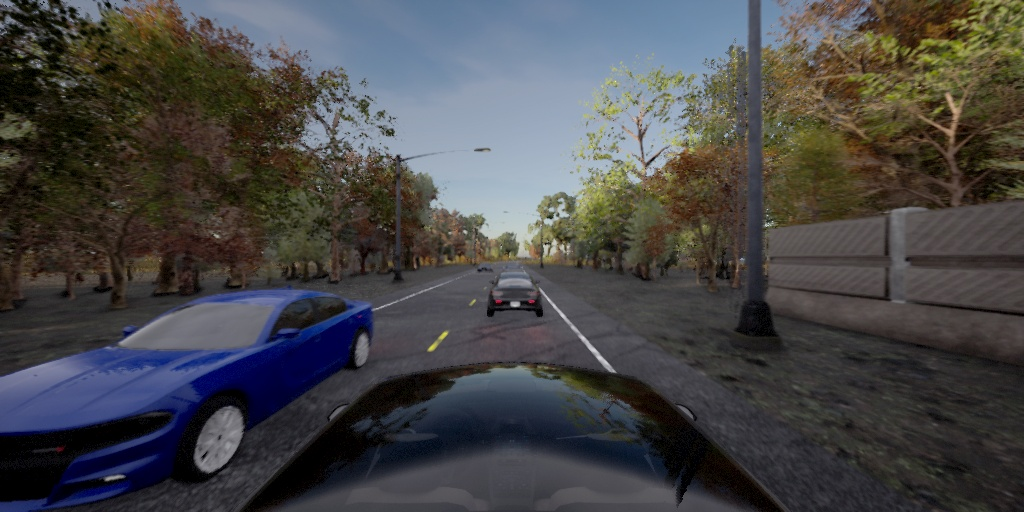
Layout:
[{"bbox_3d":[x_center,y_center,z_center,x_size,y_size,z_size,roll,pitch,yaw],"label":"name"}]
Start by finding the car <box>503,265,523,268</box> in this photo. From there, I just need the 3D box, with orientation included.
[{"bbox_3d":[0.100,1.463,32.973,1.994,1.385,4.181,0,0,0],"label":"car"}]

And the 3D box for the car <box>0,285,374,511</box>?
[{"bbox_3d":[-3.594,1.235,4.923,1.882,1.535,5.008,1,0,0],"label":"car"}]

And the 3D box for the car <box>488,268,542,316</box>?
[{"bbox_3d":[0.099,1.337,13.472,1.812,1.442,4.674,0,0,0],"label":"car"}]

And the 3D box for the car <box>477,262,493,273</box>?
[{"bbox_3d":[-3.569,1.528,48.180,1.994,1.385,4.181,0,0,0],"label":"car"}]
